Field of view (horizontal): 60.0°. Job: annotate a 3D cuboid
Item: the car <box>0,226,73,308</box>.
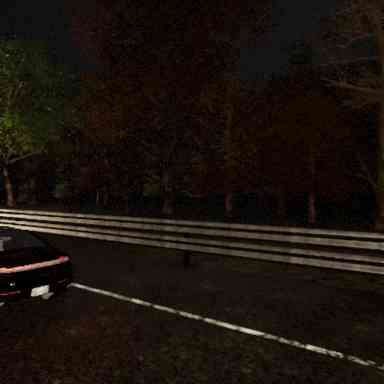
[{"bbox_3d":[-4.582,1.484,7.118,4.902,1.511,2.128,0,0,35],"label":"car"}]
